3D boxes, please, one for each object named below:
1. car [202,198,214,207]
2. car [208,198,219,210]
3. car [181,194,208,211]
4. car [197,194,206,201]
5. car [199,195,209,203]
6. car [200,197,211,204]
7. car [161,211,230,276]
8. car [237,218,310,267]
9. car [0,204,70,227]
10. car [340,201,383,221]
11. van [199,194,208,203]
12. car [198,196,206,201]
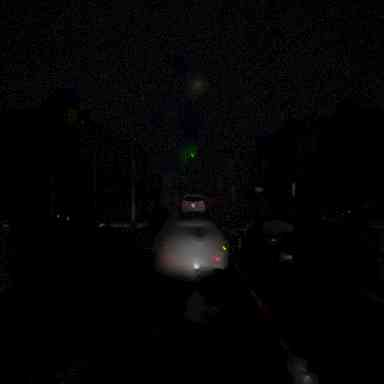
[{"bbox_3d":[2.635,1.677,54.835,1.802,1.307,4.206,-1,0,0],"label":"car"},{"bbox_3d":[2.632,1.619,43.770,1.887,1.381,4.507,-1,0,0],"label":"car"},{"bbox_3d":[0.106,1.272,32.572,2.150,2.045,5.566,0,0,0],"label":"car"},{"bbox_3d":[2.639,1.487,93.563,2.192,1.841,5.009,-1,0,0],"label":"car"},{"bbox_3d":[2.636,1.568,71.433,1.967,1.590,4.097,-1,0,0],"label":"car"},{"bbox_3d":[2.637,1.662,65.900,1.887,1.381,4.507,-1,0,0],"label":"car"},{"bbox_3d":[0.090,1.540,10.322,1.812,1.442,4.674,0,0,0],"label":"car"},{"bbox_3d":[2.625,1.567,11.325,2.008,1.369,4.403,-1,0,0],"label":"car"},{"bbox_3d":[-11.133,1.632,23.279,4.902,1.511,2.128,0,1,0],"label":"car"},{"bbox_3d":[14.162,1.449,26.220,4.674,1.442,1.812,0,1,-2],"label":"car"},{"bbox_3d":[2.635,1.480,76.965,1.690,1.788,3.998,-1,0,0],"label":"van"},{"bbox_3d":[2.643,1.712,88.030,2.008,1.369,4.403,-1,0,0],"label":"car"}]
